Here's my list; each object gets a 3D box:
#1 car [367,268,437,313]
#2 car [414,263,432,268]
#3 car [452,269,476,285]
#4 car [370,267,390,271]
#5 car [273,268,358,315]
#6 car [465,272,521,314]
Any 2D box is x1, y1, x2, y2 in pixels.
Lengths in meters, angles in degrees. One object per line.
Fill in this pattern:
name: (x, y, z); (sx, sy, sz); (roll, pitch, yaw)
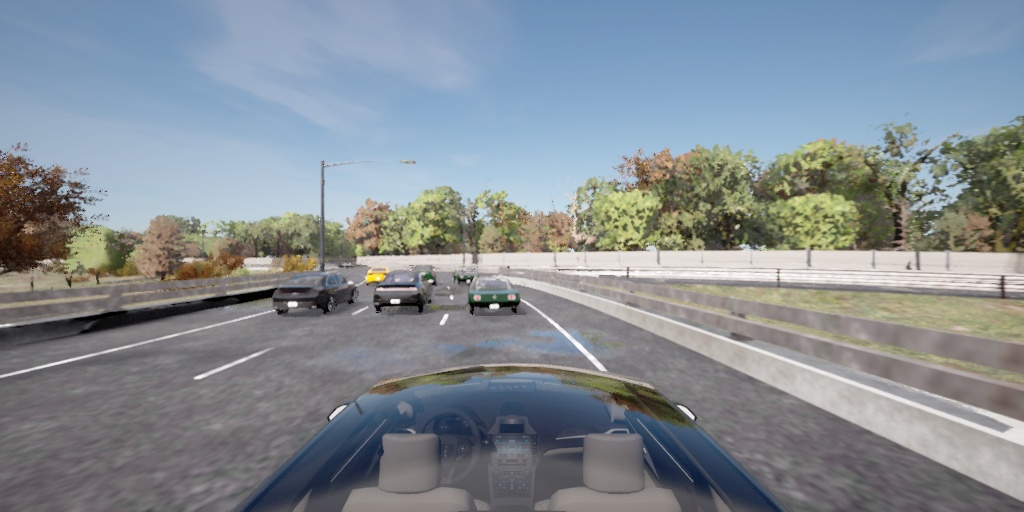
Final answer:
car: (-4.448, 1.436, 15.183); (2.128, 1.511, 4.902); (0, -1, -7)
car: (-7.576, 1.508, 30.508); (2.097, 1.767, 4.553); (0, -1, -15)
car: (-4.022, 1.747, 30.805); (1.895, 1.301, 4.718); (0, -1, -15)
car: (-11.320, 1.654, 30.936); (1.882, 1.535, 5.008); (0, 0, -16)
car: (-7.937, 1.459, 14.902); (1.837, 1.490, 4.892); (0, 0, -7)
car: (-0.884, 1.527, 14.879); (1.895, 1.301, 4.718); (0, -1, -7)
